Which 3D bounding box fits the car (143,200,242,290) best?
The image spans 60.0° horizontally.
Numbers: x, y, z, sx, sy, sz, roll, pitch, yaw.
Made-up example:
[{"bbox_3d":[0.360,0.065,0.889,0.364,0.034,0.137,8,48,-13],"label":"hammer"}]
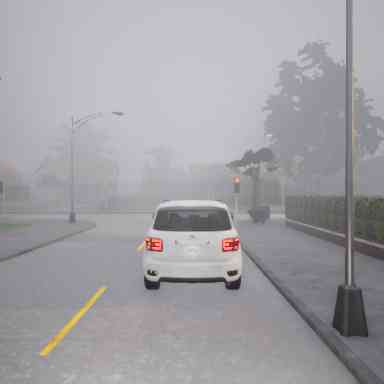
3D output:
[{"bbox_3d":[0.026,1.221,9.227,2.150,2.045,5.566,0,0,0],"label":"car"}]
